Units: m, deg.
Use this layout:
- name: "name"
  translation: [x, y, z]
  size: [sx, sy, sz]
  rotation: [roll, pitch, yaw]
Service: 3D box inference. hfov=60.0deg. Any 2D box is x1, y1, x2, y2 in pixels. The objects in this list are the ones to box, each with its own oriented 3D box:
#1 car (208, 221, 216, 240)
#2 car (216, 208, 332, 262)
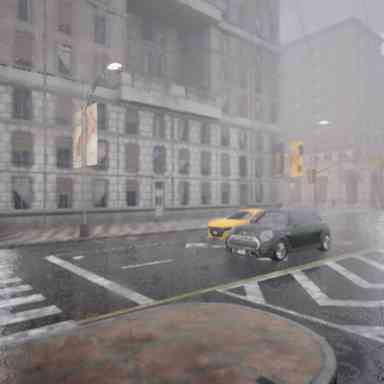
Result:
- name: "car"
  translation: [2.991, 1.626, 17.014]
  size: [5.008, 1.535, 1.882]
  rotation: [0, -1, -40]
- name: "car"
  translation: [3.401, 1.460, 12.804]
  size: [4.553, 1.767, 2.097]
  rotation: [0, -1, -40]
